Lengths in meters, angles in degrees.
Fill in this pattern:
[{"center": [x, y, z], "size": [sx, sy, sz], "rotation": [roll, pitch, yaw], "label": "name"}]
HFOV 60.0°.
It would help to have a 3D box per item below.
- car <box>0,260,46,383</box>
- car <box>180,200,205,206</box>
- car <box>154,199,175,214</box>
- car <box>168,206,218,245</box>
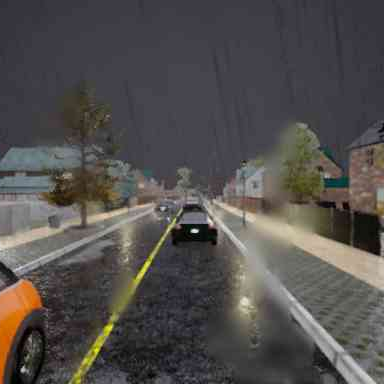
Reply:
[{"center": [-2.842, 1.347, 2.170], "size": [2.097, 1.767, 4.553], "rotation": [0, 0, 0], "label": "car"}, {"center": [0.057, 1.477, 29.074], "size": [1.837, 1.490, 4.892], "rotation": [0, 0, 1], "label": "car"}, {"center": [-2.803, 1.473, 34.971], "size": [2.128, 1.511, 4.902], "rotation": [0, 0, 1], "label": "car"}, {"center": [0.099, 1.536, 15.397], "size": [1.994, 1.385, 4.181], "rotation": [0, 0, 0], "label": "car"}]
